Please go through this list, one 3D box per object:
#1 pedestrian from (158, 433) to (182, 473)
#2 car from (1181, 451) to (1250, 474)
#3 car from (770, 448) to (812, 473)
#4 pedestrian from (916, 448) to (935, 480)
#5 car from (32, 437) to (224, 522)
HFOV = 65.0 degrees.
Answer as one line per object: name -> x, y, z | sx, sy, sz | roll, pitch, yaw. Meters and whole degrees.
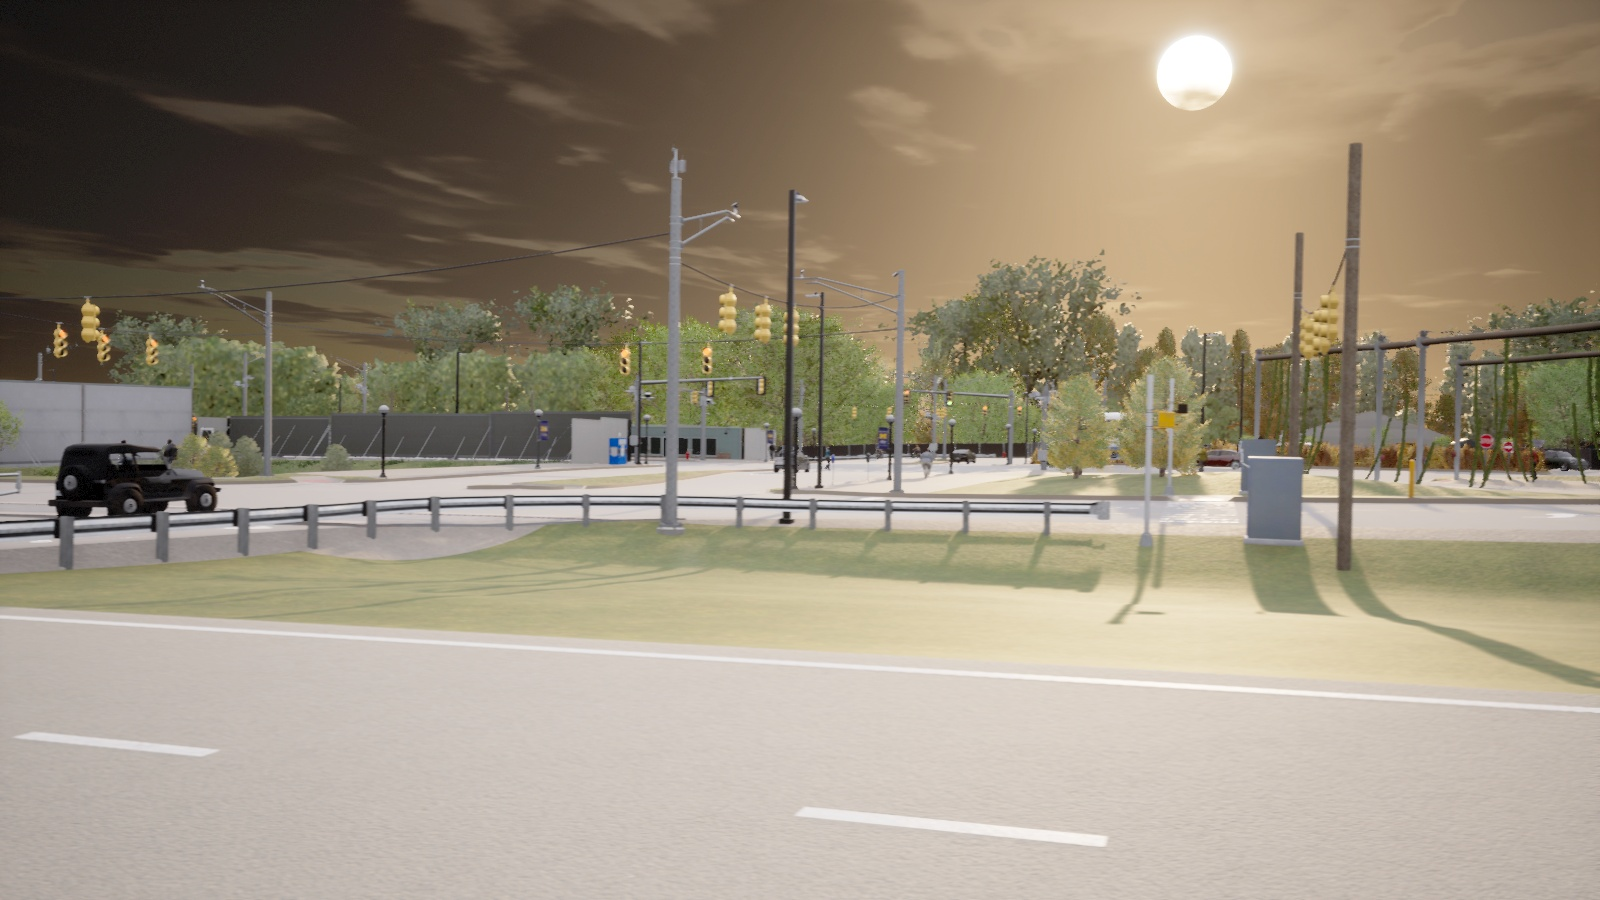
pedestrian -> -30.174, 0.146, 60.165 | 0.849, 1.883, 0.563 | 2, 1, 18
car -> 30.861, 0.910, 93.415 | 4.792, 1.488, 2.163 | 2, 2, 18
car -> -0.590, 0.692, 85.420 | 1.851, 1.617, 3.988 | 1, 0, 14
pedestrian -> 7.333, 0.812, 73.194 | 0.874, 1.855, 0.900 | 2, 1, 18
car -> -16.246, 0.636, 30.582 | 1.905, 1.878, 3.866 | 1, 1, 19
